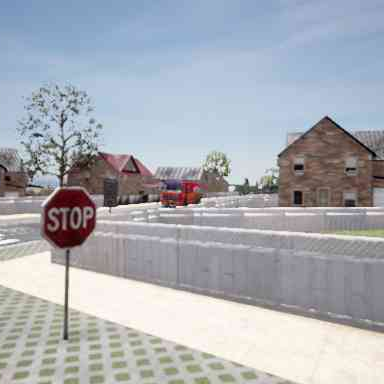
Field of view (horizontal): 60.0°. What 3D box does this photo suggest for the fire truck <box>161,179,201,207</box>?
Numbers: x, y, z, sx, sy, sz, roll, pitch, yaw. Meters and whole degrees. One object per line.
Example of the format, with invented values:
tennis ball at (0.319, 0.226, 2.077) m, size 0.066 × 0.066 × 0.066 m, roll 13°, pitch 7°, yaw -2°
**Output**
fire truck at (-1.349, 0.178, 46.778) m, size 2.891 × 3.827 × 8.468 m, roll 2°, pitch 1°, yaw 19°
